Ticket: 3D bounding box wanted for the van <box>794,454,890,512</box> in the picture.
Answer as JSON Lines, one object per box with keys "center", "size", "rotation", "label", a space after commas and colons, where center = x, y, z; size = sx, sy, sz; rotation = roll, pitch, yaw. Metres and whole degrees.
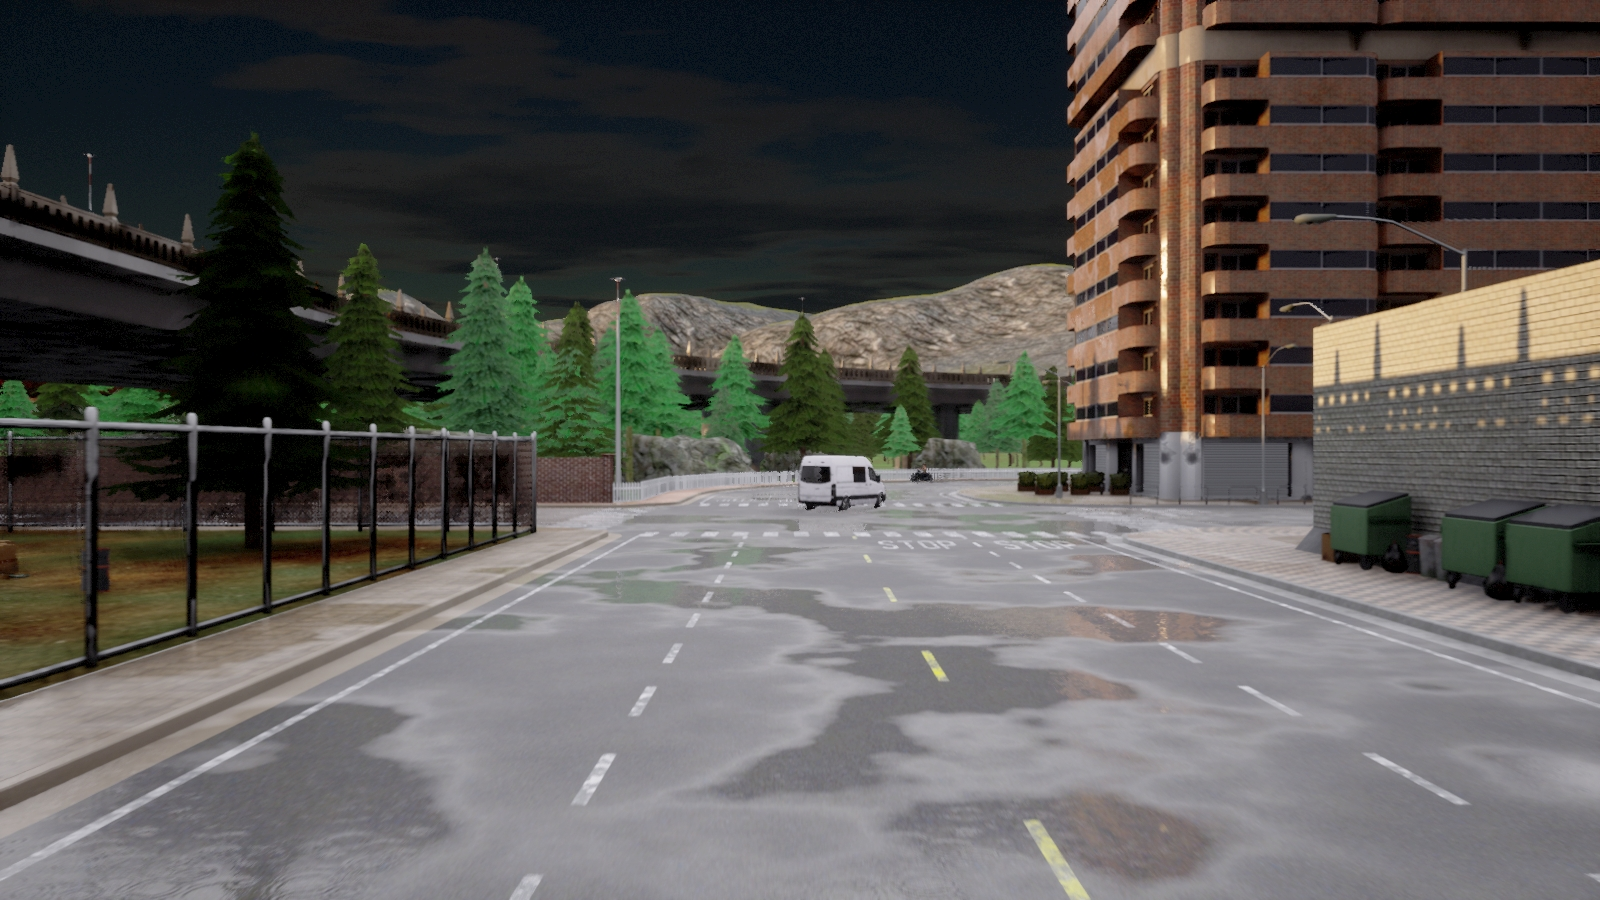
{"center": [2.088, 1.503, 54.418], "size": [1.988, 2.561, 5.915], "rotation": [1, 0, 30], "label": "van"}
